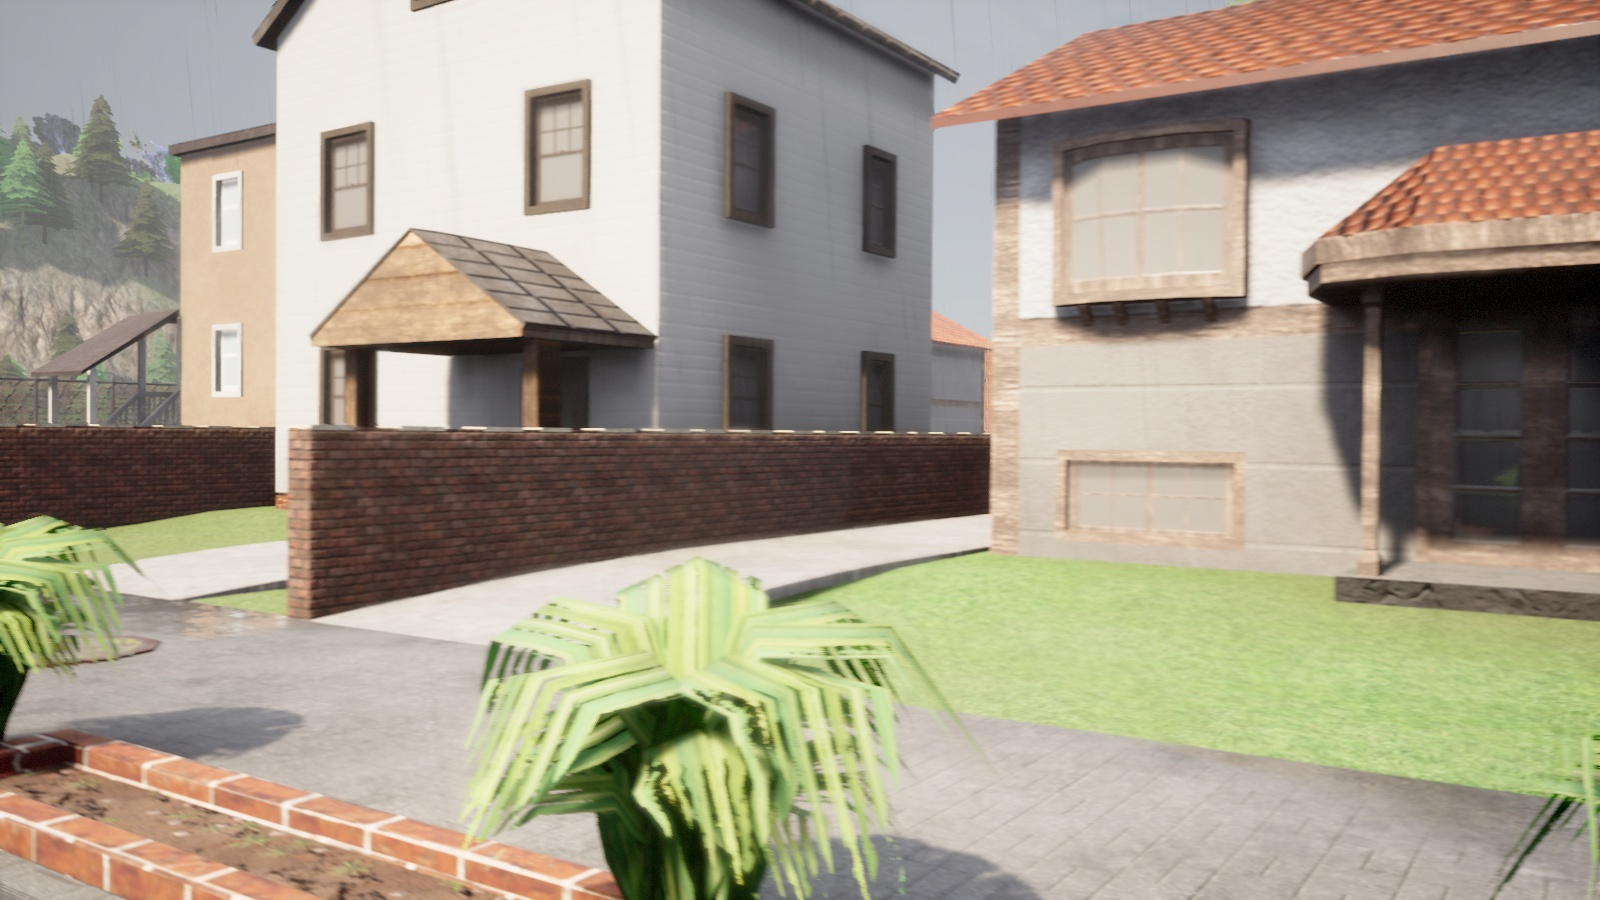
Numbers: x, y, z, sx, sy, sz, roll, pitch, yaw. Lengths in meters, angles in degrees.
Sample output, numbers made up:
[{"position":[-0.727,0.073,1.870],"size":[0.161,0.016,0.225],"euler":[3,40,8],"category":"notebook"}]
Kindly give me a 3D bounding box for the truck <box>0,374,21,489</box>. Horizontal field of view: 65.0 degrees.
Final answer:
[{"position":[-27.243,-0.494,35.906],"size":[2.891,3.462,7.936],"euler":[0,1,34],"category":"truck"}]
